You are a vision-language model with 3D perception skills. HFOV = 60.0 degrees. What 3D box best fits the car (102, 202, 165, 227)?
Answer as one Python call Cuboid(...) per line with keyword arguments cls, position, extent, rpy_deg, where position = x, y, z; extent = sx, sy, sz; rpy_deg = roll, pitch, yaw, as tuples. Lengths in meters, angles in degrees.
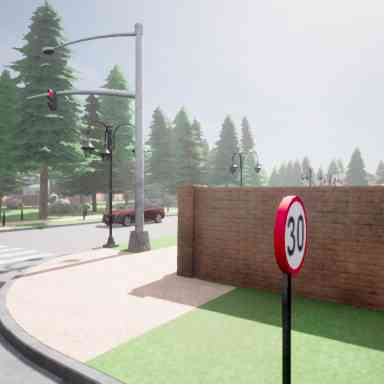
Cuboid(cls="car", position=(-3.956, 1.464, 23.097), extent=(1.882, 1.535, 5.008), rpy_deg=(0, 0, 34))
